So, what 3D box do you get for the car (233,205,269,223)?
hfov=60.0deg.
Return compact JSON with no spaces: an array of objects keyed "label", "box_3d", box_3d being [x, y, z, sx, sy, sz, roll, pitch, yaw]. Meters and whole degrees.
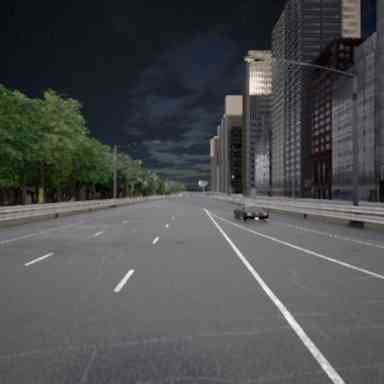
[{"label":"car","box_3d":[4.596,1.692,26.807,1.895,1.301,4.718,0,0,-5]}]
